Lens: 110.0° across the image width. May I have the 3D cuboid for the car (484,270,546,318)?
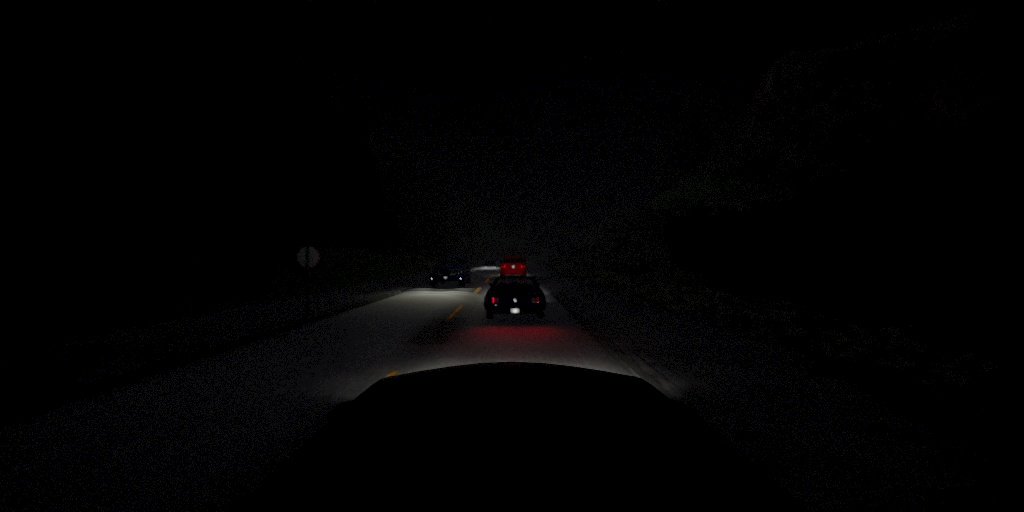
[{"bbox_3d":[0.098,1.354,12.955,1.895,1.301,4.718,0,0,0],"label":"car"}]

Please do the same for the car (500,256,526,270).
[{"bbox_3d":[0.096,0.981,32.064,2.150,2.045,5.566,0,0,0],"label":"car"}]

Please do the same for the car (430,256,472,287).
[{"bbox_3d":[-4.101,0.980,24.843,2.150,2.045,5.566,0,0,0],"label":"car"}]
